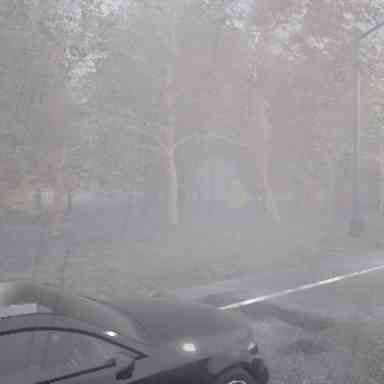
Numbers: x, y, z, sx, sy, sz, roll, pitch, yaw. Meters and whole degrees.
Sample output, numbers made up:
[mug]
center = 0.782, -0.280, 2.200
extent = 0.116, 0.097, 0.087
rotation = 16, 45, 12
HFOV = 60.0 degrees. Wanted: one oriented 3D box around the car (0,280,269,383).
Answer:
[car]
center = -1.437, 1.524, 2.725
extent = 4.674, 1.442, 1.812
rotation = 0, 0, -35
